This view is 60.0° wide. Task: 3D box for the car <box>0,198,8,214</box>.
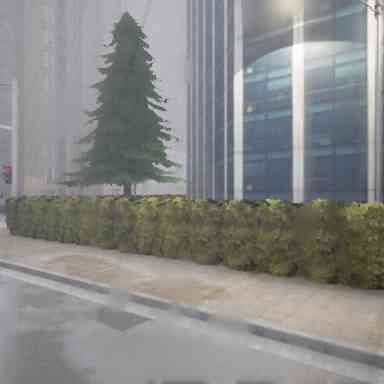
[{"bbox_3d":[-18.816,1.352,32.047,2.097,1.767,4.553,0,0,36],"label":"car"}]
